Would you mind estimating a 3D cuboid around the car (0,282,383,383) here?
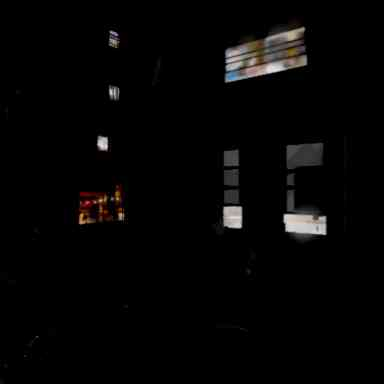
[{"bbox_3d":[-0.295,1.577,3.079,4.313,1.339,1.947,0,0,36],"label":"car"}]
